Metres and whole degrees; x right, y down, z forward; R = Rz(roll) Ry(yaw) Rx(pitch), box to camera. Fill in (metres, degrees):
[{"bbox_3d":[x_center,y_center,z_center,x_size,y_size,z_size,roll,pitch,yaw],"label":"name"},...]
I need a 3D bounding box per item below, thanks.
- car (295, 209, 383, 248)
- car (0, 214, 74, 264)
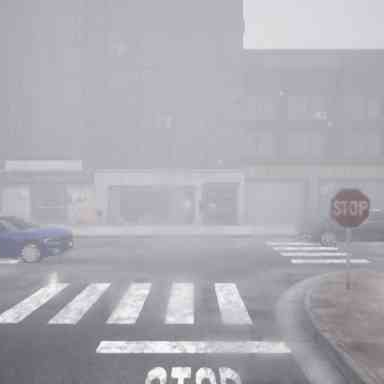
[{"bbox_3d":[6.925,1.482,14.171,4.892,1.490,1.837,0,0,0],"label":"car"},{"bbox_3d":[-6.624,1.493,11.279,5.008,1.535,1.882,0,0,0],"label":"car"}]
